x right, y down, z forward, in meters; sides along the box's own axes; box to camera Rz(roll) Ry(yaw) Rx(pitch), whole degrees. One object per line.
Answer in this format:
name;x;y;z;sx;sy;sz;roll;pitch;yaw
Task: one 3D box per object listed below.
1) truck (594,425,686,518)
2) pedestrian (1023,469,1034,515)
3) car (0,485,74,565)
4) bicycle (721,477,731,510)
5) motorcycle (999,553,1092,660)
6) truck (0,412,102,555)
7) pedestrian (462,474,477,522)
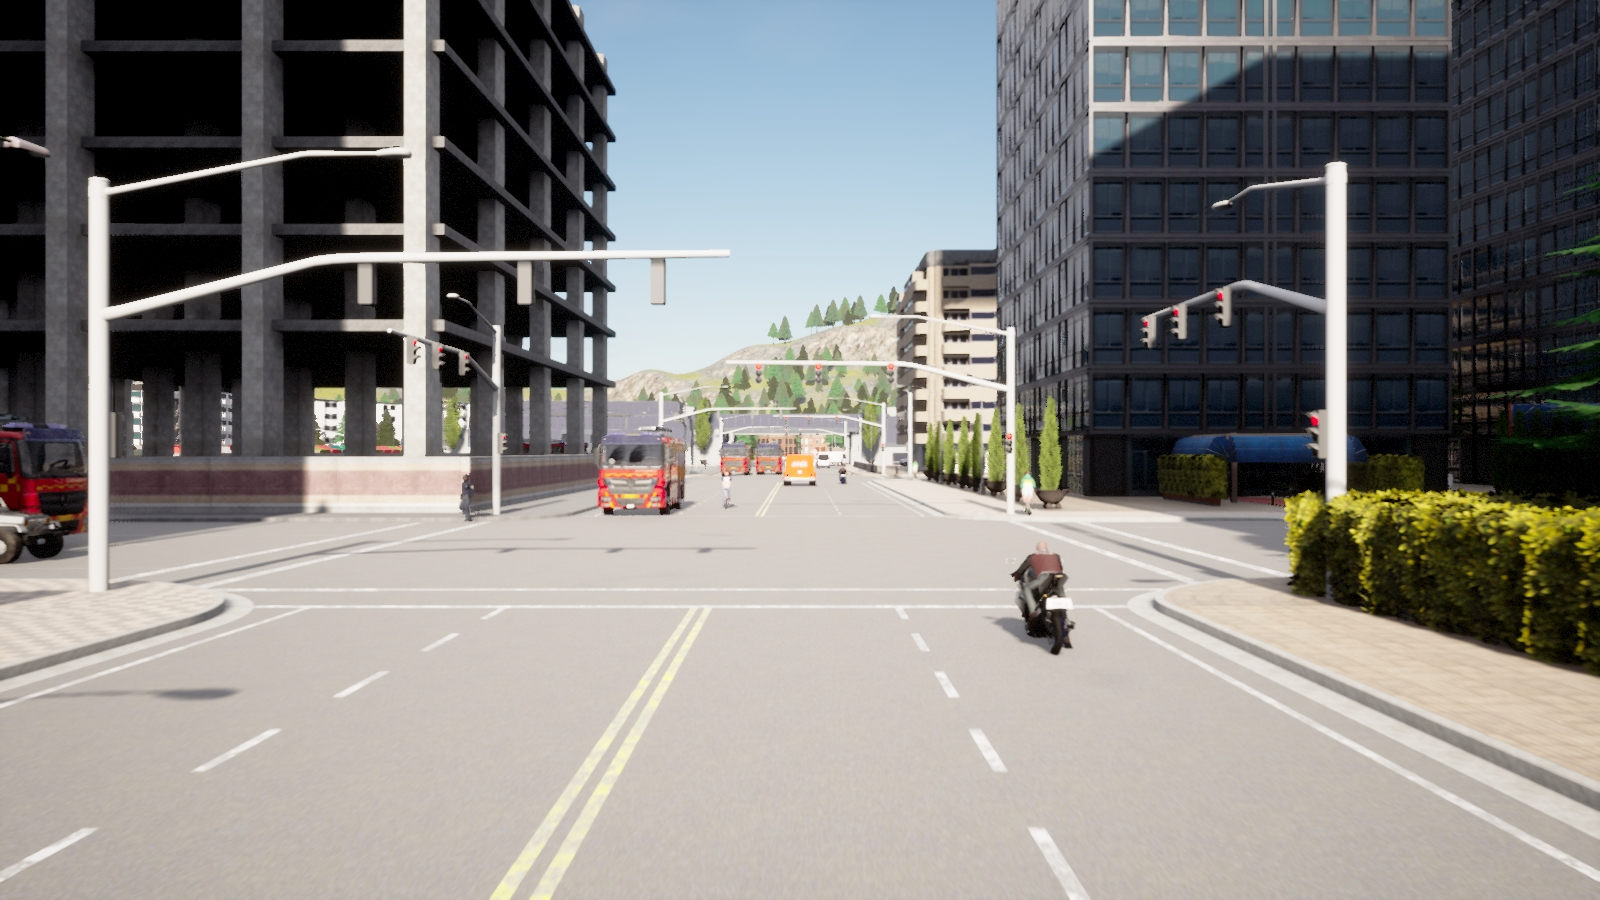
truck;-7.017;0.891;51.247;2.891;3.827;8.468;0;0;0
pedestrian;9.287;1.697;46.501;0.375;1.860;0.375;0;0;1
car;-20.849;1.858;28.825;3.866;1.878;1.905;0;0;0
bicycle;-3.493;2.057;54.269;0.373;1.496;1.643;0;1;0
motorcycle;3.502;2.205;16.491;0.867;1.251;2.209;0;0;0
truck;-24.726;0.891;32.096;8.468;3.827;2.891;0;0;0
pedestrian;-12.819;1.849;44.307;0.375;1.860;0.375;0;0;30
